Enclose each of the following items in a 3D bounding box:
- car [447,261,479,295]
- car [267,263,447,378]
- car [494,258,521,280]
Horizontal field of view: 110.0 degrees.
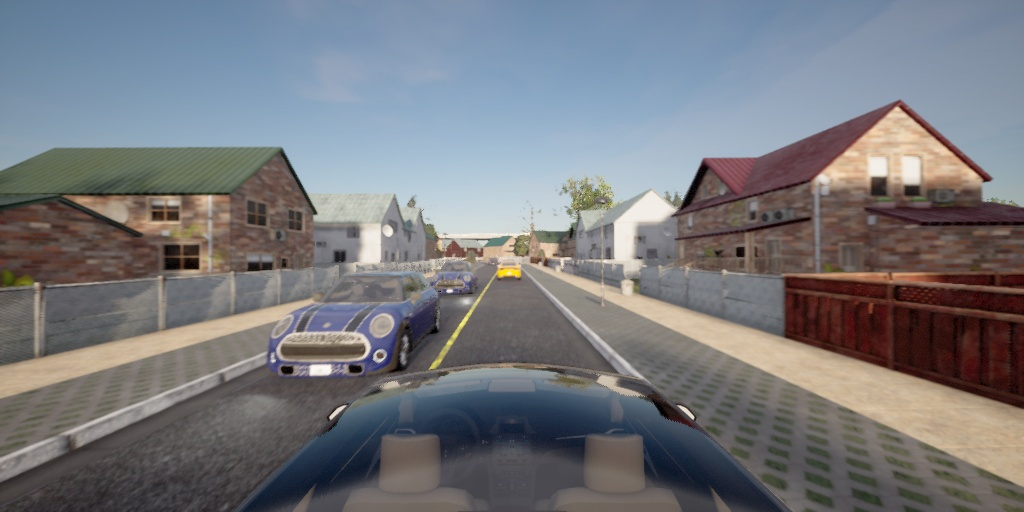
[{"bbox_3d":[-3.011,1.094,19.559,2.097,1.767,4.553,0,0,0],"label":"car"},{"bbox_3d":[-2.896,1.114,7.617,2.097,1.767,4.553,0,0,-1],"label":"car"},{"bbox_3d":[-0.228,1.180,30.448,1.882,1.535,5.008,0,0,0],"label":"car"}]
